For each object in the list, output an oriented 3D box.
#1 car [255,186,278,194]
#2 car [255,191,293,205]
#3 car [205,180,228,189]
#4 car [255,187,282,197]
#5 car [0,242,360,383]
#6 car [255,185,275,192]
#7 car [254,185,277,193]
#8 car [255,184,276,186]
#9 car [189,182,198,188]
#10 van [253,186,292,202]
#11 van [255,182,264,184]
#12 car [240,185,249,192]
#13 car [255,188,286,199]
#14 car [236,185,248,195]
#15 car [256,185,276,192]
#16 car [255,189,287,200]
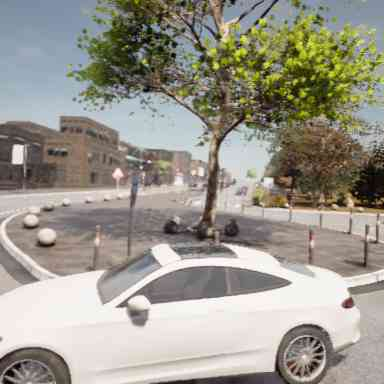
[{"bbox_3d":[16.874,-0.502,75.602,4.792,1.488,2.163,3,3,11],"label":"car"},{"bbox_3d":[11.157,0.765,45.638,4.792,1.488,2.163,3,3,11],"label":"car"},{"bbox_3d":[5.993,-1.902,88.071,5.566,2.045,2.435,3,3,11],"label":"car"},{"bbox_3d":[14.799,-0.074,64.704,5.008,1.535,2.097,3,3,11],"label":"car"},{"bbox_3d":[-0.179,1.425,4.286,4.674,1.442,1.812,1,1,-13],"label":"car"},{"bbox_3d":[19.010,-0.985,86.486,4.892,1.521,2.231,3,3,11],"label":"car"},{"bbox_3d":[17.772,-0.771,81.077,5.366,1.575,1.946,3,3,11],"label":"car"},{"bbox_3d":[13.791,0.032,59.245,4.553,1.767,2.185,3,3,11],"label":"car"},{"bbox_3d":[0.330,-1.906,88.890,2.128,1.511,4.902,3,3,11],"label":"car"},{"bbox_3d":[10.500,0.618,42.932,4.442,1.987,1.878,3,3,11],"label":"van"},{"bbox_3d":[15.979,-0.521,70.117,4.442,1.987,1.878,3,3,11],"label":"van"},{"bbox_3d":[12.889,-0.969,81.606,2.128,1.511,4.902,3,3,11],"label":"car"},{"bbox_3d":[13.235,0.271,56.533,5.008,1.535,2.097,3,3,11],"label":"car"},{"bbox_3d":[9.457,-0.173,63.271,2.033,1.411,5.357,3,3,11],"label":"car"},{"bbox_3d":[18.506,-0.841,83.761,4.792,1.488,2.163,3,3,11],"label":"car"},{"bbox_3d":[12.698,0.387,53.812,4.892,1.521,2.231,3,3,11],"label":"car"}]
